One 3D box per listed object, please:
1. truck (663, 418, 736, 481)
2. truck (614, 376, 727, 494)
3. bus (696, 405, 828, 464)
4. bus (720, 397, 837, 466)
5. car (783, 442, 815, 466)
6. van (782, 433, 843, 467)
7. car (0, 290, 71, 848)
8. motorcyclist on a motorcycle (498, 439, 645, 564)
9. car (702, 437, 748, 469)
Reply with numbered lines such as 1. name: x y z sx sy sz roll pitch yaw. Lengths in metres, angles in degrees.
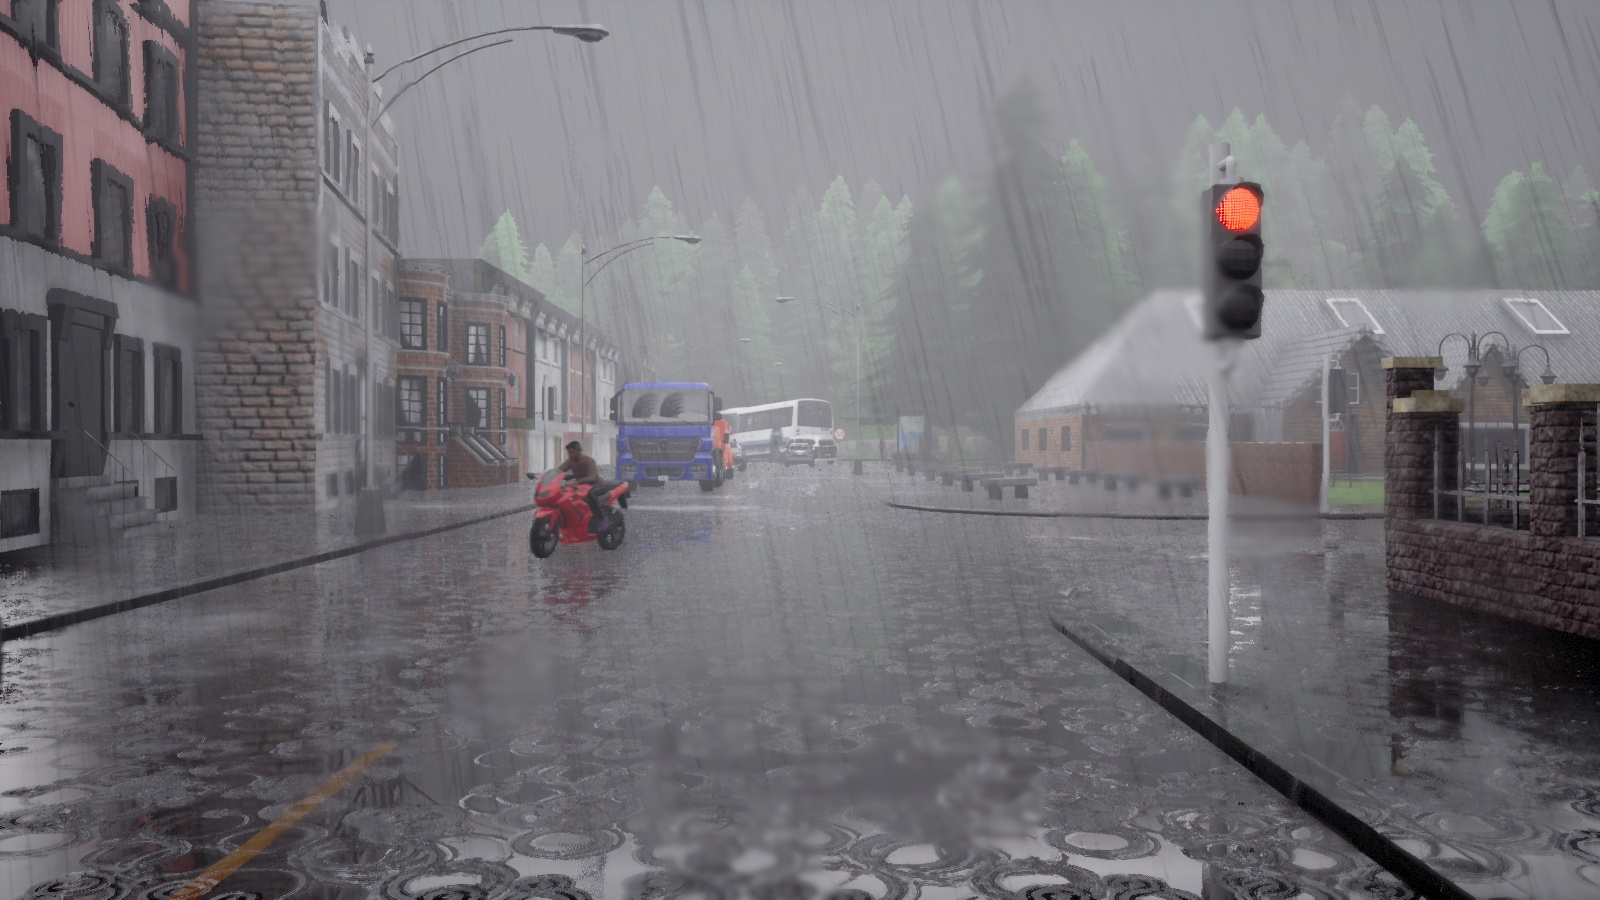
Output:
1. truck: -4.061 -0.035 51.564 2.627 2.467 5.204 0 0 0
2. truck: -4.047 -0.470 41.022 2.891 3.462 7.936 0 0 0
3. bus: -2.868 -1.190 98.371 3.944 4.253 10.273 -4 -2 45
4. bus: -1.695 -1.186 90.892 3.944 4.253 10.273 3 -4 -30
5. car: -0.034 0.264 79.399 1.970 1.475 3.806 0 0 0
6. van: 0.788 -0.007 83.688 2.069 2.038 4.480 -3 3 -29
7. car: -3.993 0.449 2.268 2.150 2.045 5.566 0 0 0
8. motorcyclist on a motorcycle: -2.985 0.632 16.638 0.797 1.523 2.044 2 1 28
9. car: -4.042 0.136 68.438 2.152 1.651 5.027 0 0 0
